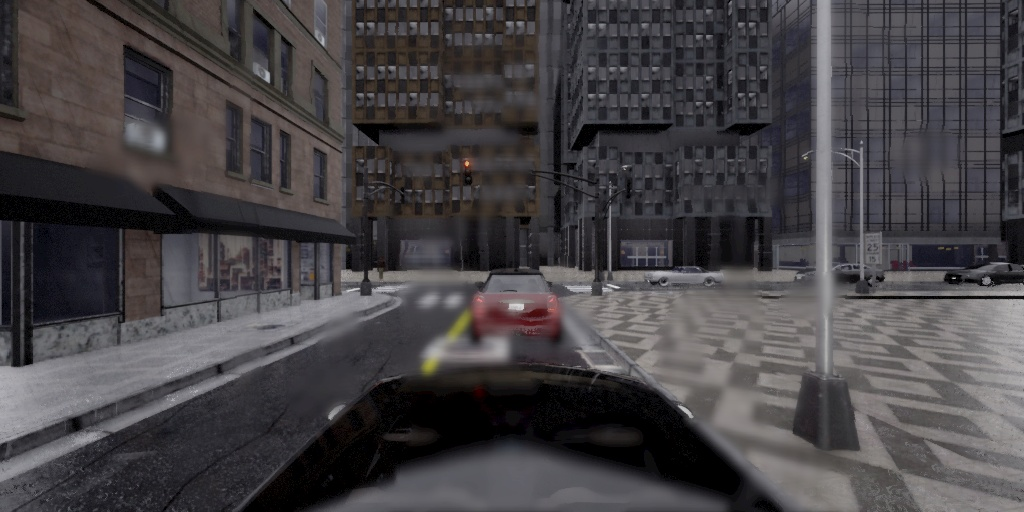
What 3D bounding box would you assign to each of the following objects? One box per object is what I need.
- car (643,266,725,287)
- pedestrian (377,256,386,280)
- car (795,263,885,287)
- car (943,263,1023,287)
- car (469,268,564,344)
[{"bbox_3d":[11.195,1.333,23.639,4.718,1.301,1.895,0,0,1],"label":"car"},{"bbox_3d":[-9.837,0.903,26.905,0.375,1.860,0.375,0,0,1],"label":"pedestrian"},{"bbox_3d":[21.386,1.210,23.524,4.902,1.511,2.128,0,0,1],"label":"car"},{"bbox_3d":[31.297,1.211,23.408,4.892,1.490,1.837,0,0,1],"label":"car"},{"bbox_3d":[0.069,1.102,9.723,2.097,1.767,4.553,0,0,-1],"label":"car"}]
